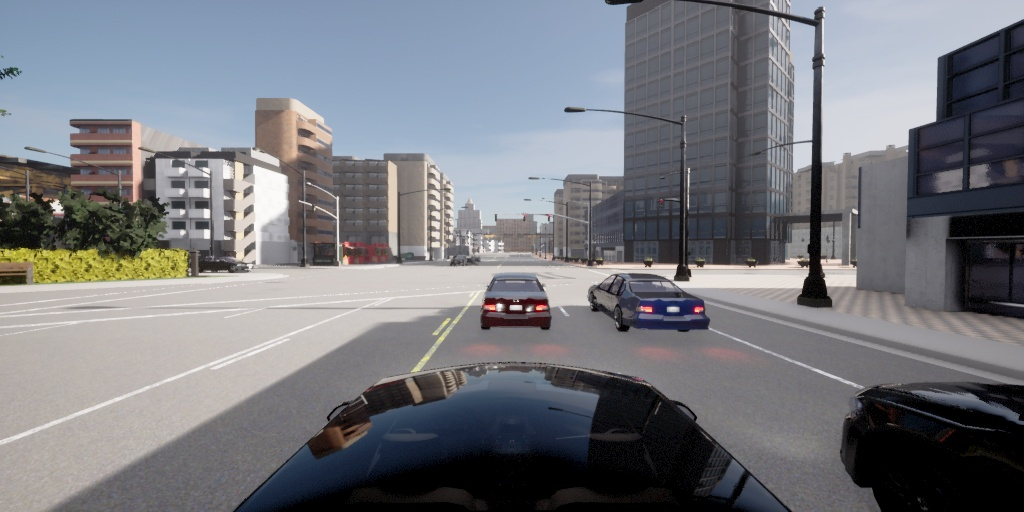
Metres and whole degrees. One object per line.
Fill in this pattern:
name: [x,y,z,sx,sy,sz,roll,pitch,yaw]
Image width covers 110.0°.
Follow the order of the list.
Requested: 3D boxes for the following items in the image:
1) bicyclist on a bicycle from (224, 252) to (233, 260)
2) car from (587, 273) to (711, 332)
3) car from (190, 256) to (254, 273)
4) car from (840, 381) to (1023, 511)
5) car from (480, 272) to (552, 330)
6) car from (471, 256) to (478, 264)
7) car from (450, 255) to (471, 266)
bicyclist on a bicycle: [-30.801,0.393,39.049,0.582,1.620,1.656,0,1,0]
car: [3.608,1.208,10.544,2.033,1.411,5.357,0,1,0]
car: [-25.446,0.736,31.538,4.902,1.511,2.128,0,1,0]
car: [3.605,1.254,0.908,2.128,1.511,4.902,0,0,0]
car: [0.091,1.195,10.728,2.033,1.411,5.357,0,1,0]
car: [-7.098,0.611,58.145,1.895,1.301,4.718,0,0,0]
car: [-7.101,0.588,48.060,1.837,1.490,4.892,0,0,0]
